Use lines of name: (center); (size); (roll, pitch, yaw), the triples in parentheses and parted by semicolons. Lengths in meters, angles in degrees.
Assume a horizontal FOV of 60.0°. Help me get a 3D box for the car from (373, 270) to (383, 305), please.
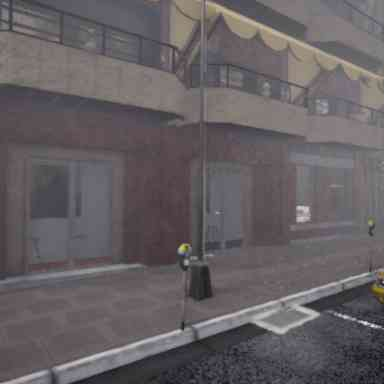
car: (5.365, 1.415, 6.522); (4.829, 1.417, 1.752); (-1, 2, -35)
